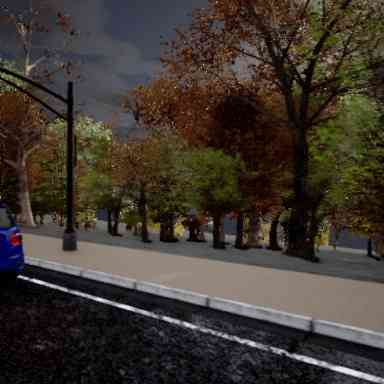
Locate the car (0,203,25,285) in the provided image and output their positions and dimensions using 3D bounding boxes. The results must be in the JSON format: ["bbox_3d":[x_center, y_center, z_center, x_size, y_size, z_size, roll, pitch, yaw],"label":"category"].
[{"bbox_3d":[-6.382,1.215,8.228,5.566,2.045,2.150,0,0,35],"label":"car"}]
